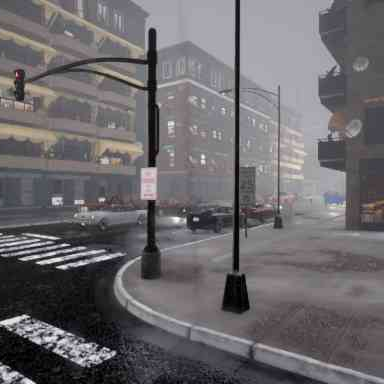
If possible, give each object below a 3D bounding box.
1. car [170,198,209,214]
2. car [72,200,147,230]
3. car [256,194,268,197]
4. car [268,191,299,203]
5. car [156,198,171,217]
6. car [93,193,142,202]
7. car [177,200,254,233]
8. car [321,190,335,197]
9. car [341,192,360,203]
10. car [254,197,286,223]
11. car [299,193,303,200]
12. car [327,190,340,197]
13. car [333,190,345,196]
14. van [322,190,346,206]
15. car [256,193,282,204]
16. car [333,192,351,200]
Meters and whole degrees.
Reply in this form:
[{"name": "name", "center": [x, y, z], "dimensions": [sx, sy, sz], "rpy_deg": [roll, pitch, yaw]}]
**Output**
[{"name": "car", "center": [0.529, 1.203, 26.843], "dimensions": [1.994, 1.385, 4.181], "rpy_deg": [1, 1, 34]}, {"name": "car", "center": [-4.565, 1.368, 19.578], "dimensions": [1.895, 1.301, 4.718], "rpy_deg": [1, 1, 35]}, {"name": "car", "center": [5.782, 1.013, 34.279], "dimensions": [1.837, 1.490, 4.892], "rpy_deg": [1, 1, 35]}, {"name": "car", "center": [11.488, 0.718, 42.339], "dimensions": [2.097, 1.767, 4.553], "rpy_deg": [1, 1, 36]}, {"name": "car", "center": [-2.233, 1.181, 27.383], "dimensions": [1.887, 1.381, 4.507], "rpy_deg": [2, 2, 35]}, {"name": "car", "center": [-5.436, 1.031, 22.821], "dimensions": [2.192, 1.841, 5.009], "rpy_deg": [2, 2, 35]}, {"name": "car", "center": [1.392, 1.348, 17.974], "dimensions": [1.947, 1.339, 4.313], "rpy_deg": [2, 2, 35]}, {"name": "car", "center": [29.822, 0.379, 72.941], "dimensions": [1.887, 1.381, 4.507], "rpy_deg": [2, 2, 35]}, {"name": "car", "center": [23.831, 0.764, 49.863], "dimensions": [1.887, 1.381, 4.507], "rpy_deg": [2, 2, 35]}, {"name": "car", "center": [4.598, 1.283, 22.529], "dimensions": [1.802, 1.307, 4.206], "rpy_deg": [2, 2, 35]}, {"name": "car", "center": [17.000, 0.720, 54.718], "dimensions": [1.947, 1.339, 4.313], "rpy_deg": [2, 2, 35]}, {"name": "car", "center": [33.027, 0.337, 77.497], "dimensions": [1.802, 1.307, 4.206], "rpy_deg": [2, 2, 35]}, {"name": "car", "center": [36.233, 0.257, 82.053], "dimensions": [1.802, 1.307, 4.206], "rpy_deg": [2, 2, 35]}, {"name": "van", "center": [17.422, 0.721, 40.748], "dimensions": [1.690, 1.788, 3.998], "rpy_deg": [2, 2, 35]}, {"name": "car", "center": [10.589, 0.881, 45.606], "dimensions": [1.947, 1.339, 4.313], "rpy_deg": [2, 2, 35]}, {"name": "car", "center": [25.871, 0.696, 57.282], "dimensions": [1.895, 1.301, 4.718], "rpy_deg": [1, 1, 35]}]
